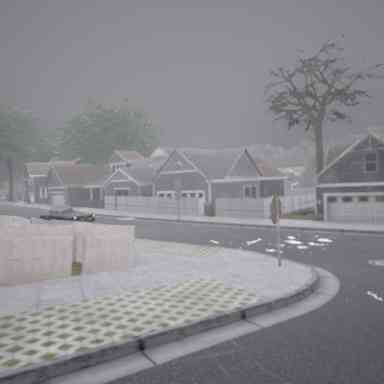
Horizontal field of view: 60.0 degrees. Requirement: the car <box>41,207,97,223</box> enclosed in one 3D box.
[{"bbox_3d":[-8.942,1.745,24.000,4.718,1.301,1.895,0,3,40],"label":"car"}]
